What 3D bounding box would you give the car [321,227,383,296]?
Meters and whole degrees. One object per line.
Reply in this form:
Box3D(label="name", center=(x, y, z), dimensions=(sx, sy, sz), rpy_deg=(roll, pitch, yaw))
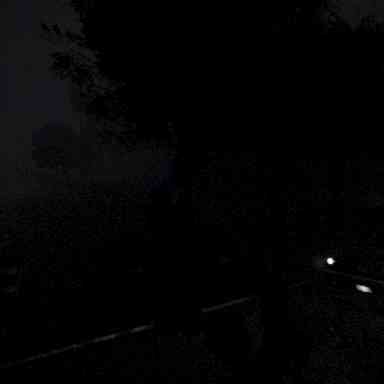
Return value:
Box3D(label="car", center=(5.047, 1.464, 7.585), dimensions=(4.718, 1.301, 1.895), rpy_deg=(-2, 1, -35))
